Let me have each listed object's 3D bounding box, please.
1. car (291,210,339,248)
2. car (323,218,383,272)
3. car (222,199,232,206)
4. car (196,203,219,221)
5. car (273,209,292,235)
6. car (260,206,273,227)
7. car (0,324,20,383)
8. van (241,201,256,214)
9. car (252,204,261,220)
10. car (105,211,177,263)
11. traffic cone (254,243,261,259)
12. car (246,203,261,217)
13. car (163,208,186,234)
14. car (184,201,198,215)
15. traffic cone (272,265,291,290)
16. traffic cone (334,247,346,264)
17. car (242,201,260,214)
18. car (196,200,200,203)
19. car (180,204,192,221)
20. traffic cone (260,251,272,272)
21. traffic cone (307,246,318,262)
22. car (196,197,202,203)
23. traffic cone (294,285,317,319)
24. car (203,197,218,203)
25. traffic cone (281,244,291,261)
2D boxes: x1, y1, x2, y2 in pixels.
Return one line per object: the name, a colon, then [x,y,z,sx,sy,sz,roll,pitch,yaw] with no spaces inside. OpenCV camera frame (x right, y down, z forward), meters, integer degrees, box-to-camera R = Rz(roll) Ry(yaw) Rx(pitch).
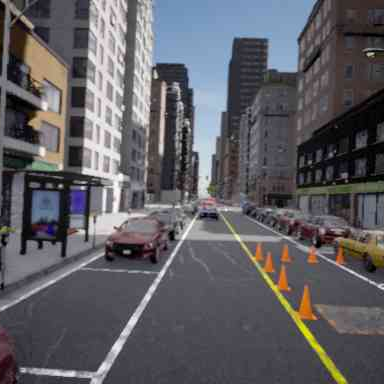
car: [6.917,1.949,17.500,1.967,1.590,4.097,2,-1,3]
car: [6.655,1.958,12.152,1.752,1.417,4.829,2,-1,3]
car: [10.348,3.050,94.448,1.967,1.590,4.097,2,-1,2]
car: [1.692,2.071,32.920,1.895,1.301,4.718,2,-1,3]
car: [7.184,2.027,23.016,1.967,1.590,4.097,2,-1,3]
car: [7.446,2.215,28.532,2.008,1.369,4.403,2,-1,3]
car: [-2.397,1.496,1.346,1.802,1.307,4.206,2,-1,3]
van: [8.521,2.318,50.601,1.690,1.788,3.998,2,-1,3]
car: [7.712,2.293,34.048,2.008,1.369,4.403,2,-1,3]
car: [-1.862,1.615,12.383,1.887,1.381,4.507,2,-1,3]
traffic cone: [2.520,2.216,12.511,0.340,0.580,0.340,2,-1,3]
car: [7.978,2.386,39.565,1.947,1.339,4.313,2,-1,3]
car: [-1.597,1.714,17.900,1.947,1.339,4.313,2,-1,3]
car: [-0.531,2.042,39.973,1.802,1.307,4.206,2,-1,3]
traffic cone: [2.327,2.159,8.516,0.340,0.580,0.340,2,-1,3]
traffic cone: [5.514,2.342,12.365,0.340,0.580,0.340,2,-1,3]
car: [8.255,2.214,45.085,2.192,1.841,5.009,2,-1,3]
car: [-0.264,2.104,45.491,1.947,1.339,4.313,2,-1,3]
car: [-1.330,1.792,23.418,1.947,1.339,4.313,2,-1,3]
traffic cone: [2.424,2.187,10.514,0.340,0.580,0.340,2,-1,3]
traffic cone: [4.516,2.300,12.414,0.340,0.580,0.340,2,-1,3]
car: [0.008,2.056,51.011,1.967,1.590,4.097,2,-1,3]
traffic cone: [2.231,2.131,6.519,0.340,0.580,0.340,2,-1,3]
car: [3.137,2.081,60.373,2.150,2.045,5.566,2,-1,3]
traffic cone: [3.518,2.258,12.463,0.340,0.580,0.340,2,-1,3]
